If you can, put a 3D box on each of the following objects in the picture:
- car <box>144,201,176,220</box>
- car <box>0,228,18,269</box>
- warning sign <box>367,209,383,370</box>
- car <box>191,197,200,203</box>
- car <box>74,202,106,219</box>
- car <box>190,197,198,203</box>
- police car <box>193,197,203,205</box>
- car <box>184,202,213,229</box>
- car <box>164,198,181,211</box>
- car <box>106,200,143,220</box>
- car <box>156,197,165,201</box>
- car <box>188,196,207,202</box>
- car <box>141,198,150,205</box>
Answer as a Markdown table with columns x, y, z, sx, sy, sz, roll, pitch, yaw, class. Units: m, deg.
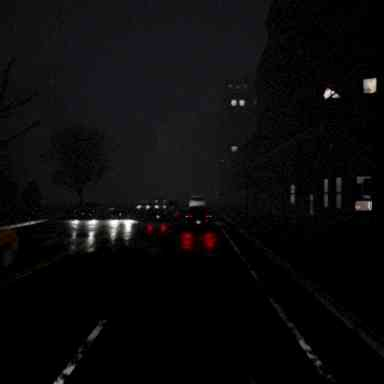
| x | y | z | sx | sy | sz | roll | pitch | yaw | class |
| --- | --- | --- | --- | --- | --- | --- | --- | --- | --- |
| -2.750 | 1.790 | 29.745 | 1.895 | 1.301 | 4.718 | 0 | 0 | 2 | car |
| -6.488 | 1.524 | 8.538 | 1.882 | 1.535 | 5.008 | 0 | -1 | 1 | car |
| 2.886 | 1.146 | 3.719 | 1.300 | 1.860 | 1.060 | 0 | 0 | 1 | warning sign |
| 0.856 | 2.092 | 84.095 | 1.812 | 1.442 | 4.674 | 0 | 0 | -3 | car |
| -9.316 | 1.692 | 30.886 | 1.837 | 1.490 | 4.892 | 0 | -1 | 1 | car |
| 0.533 | 2.135 | 90.139 | 1.812 | 1.442 | 4.674 | 0 | 0 | -3 | car |
| 1.272 | 1.922 | 74.127 | 1.930 | 1.638 | 5.238 | 0 | 0 | -2 | police car |
| 0.433 | 1.676 | 22.805 | 1.812 | 1.442 | 4.674 | 0 | 0 | 1 | car |
| -2.519 | 1.826 | 46.820 | 1.812 | 1.442 | 4.674 | 0 | 0 | 1 | car |
| -6.078 | 1.752 | 30.425 | 1.994 | 1.385 | 4.181 | 0 | 0 | 1 | car |
| -5.973 | 1.772 | 64.890 | 2.097 | 1.767 | 4.553 | 0 | 0 | -1 | car |
| 0.733 | 1.510 | 43.636 | 2.150 | 2.045 | 5.566 | 0 | 0 | 0 | car |
| -9.209 | 1.938 | 64.655 | 1.812 | 1.442 | 4.674 | 0 | 0 | -1 | car |
